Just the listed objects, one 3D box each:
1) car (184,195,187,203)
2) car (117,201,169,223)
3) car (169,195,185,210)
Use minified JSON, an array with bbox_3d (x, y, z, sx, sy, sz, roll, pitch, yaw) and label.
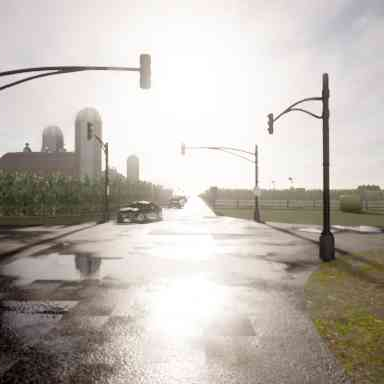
[{"bbox_3d":[-2.156,1.590,55.856,1.812,1.442,4.674,0,1,0],"label":"car"},{"bbox_3d":[-3.986,1.528,26.329,1.837,1.490,4.892,2,0,23],"label":"car"},{"bbox_3d":[-2.259,1.552,44.976,1.837,1.490,4.892,0,-1,1],"label":"car"}]
